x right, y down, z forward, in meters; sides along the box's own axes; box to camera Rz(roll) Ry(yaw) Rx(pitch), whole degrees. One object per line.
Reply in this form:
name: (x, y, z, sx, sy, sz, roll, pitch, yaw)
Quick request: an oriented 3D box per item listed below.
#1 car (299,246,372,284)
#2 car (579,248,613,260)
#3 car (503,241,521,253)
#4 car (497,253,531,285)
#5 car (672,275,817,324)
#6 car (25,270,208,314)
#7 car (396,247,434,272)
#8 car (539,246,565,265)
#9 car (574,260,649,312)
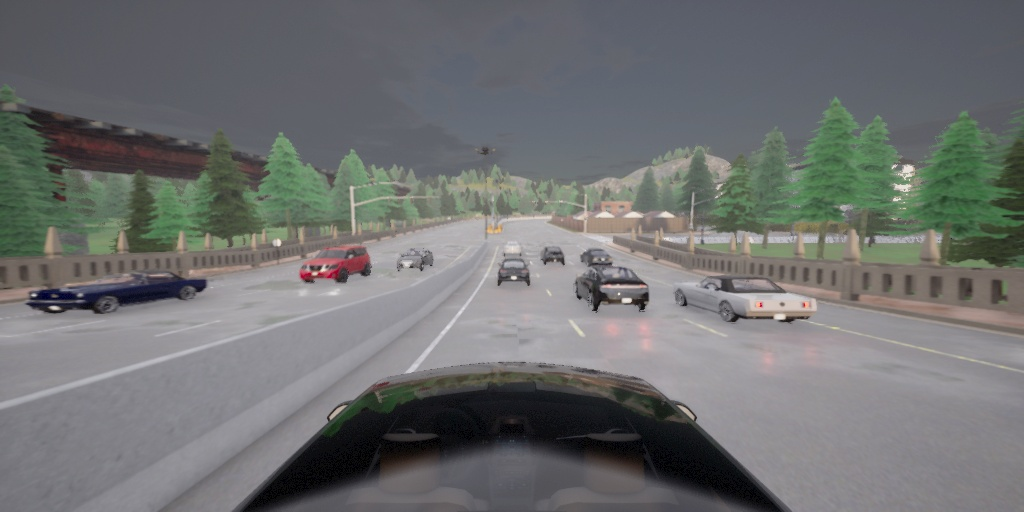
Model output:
car: (-10.539, 0.449, 21.942, 2.150, 2.045, 5.566, 0, 3, 1)
car: (7.082, 0.064, 30.441, 2.033, 1.411, 5.357, 0, 6, 0)
car: (0.037, -0.917, 38.558, 1.812, 1.442, 4.674, 0, 7, 0)
car: (0.103, 0.813, 20.951, 1.812, 1.442, 4.674, 0, 4, 0)
car: (7.102, 1.273, 11.713, 1.895, 1.301, 4.718, 0, 1, 0)
car: (-14.087, 1.234, 13.250, 1.895, 1.301, 4.718, 0, 2, 0)
car: (-6.997, 0.154, 26.244, 2.128, 1.511, 4.902, 0, 5, 0)
car: (3.569, -0.145, 32.060, 1.837, 1.490, 4.892, 0, 6, 0)
car: (3.603, 1.112, 13.662, 2.128, 1.511, 4.902, 0, 2, 0)
